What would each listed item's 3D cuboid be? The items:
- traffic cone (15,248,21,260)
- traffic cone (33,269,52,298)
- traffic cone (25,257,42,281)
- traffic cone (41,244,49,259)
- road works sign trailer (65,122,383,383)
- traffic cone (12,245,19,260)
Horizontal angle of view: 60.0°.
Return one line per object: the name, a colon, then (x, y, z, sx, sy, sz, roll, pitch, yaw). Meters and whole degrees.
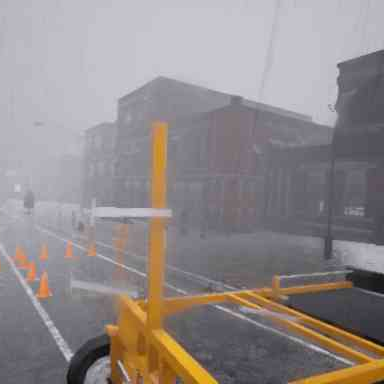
traffic cone: (-5.869, 2.356, 11.591, 0.340, 0.580, 0.340, 3, -3, -33)
traffic cone: (-3.666, 2.266, 8.255, 0.340, 0.580, 0.340, 3, -3, -33)
traffic cone: (-4.768, 2.312, 9.924, 0.340, 0.580, 0.340, 3, -3, -33)
traffic cone: (-6.138, 2.443, 13.808, 0.340, 0.580, 0.340, 3, -3, -33)
road works sign trailer: (0.898, 0.984, 2.954, 3.560, 2.880, 2.380, 3, -3, -25)
traffic cone: (-6.971, 2.397, 13.260, 0.340, 0.580, 0.340, 3, -3, -33)
